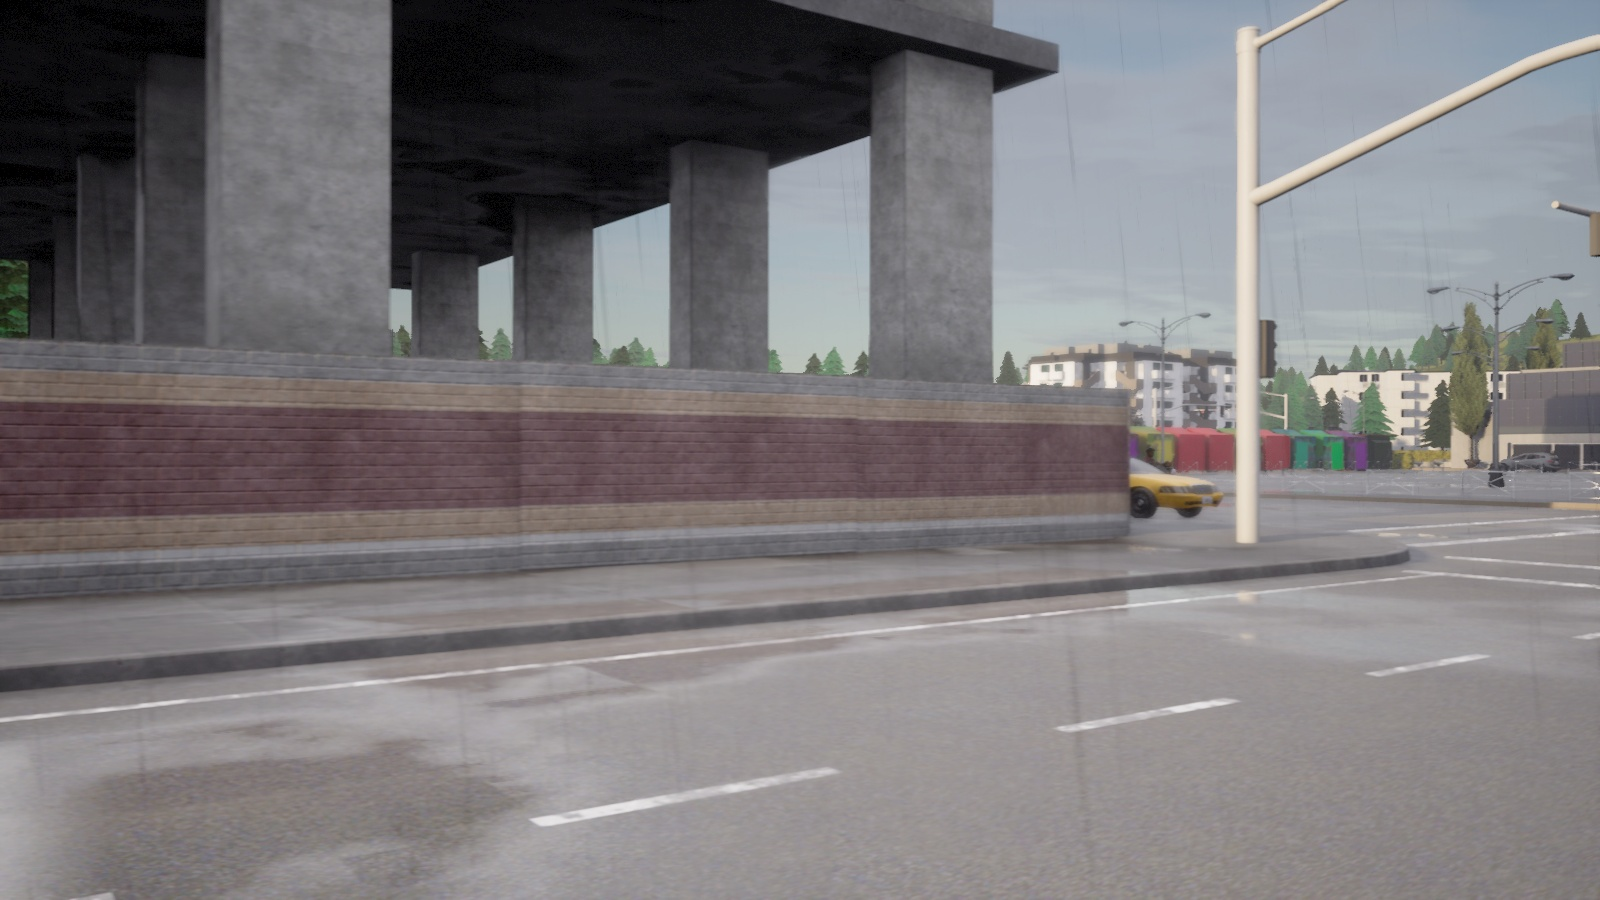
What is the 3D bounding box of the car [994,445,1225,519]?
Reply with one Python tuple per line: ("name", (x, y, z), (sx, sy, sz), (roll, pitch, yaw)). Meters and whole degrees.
("car", (7.061, 0.685, 29.256), (1.801, 1.575, 5.366), (0, 0, -35))
